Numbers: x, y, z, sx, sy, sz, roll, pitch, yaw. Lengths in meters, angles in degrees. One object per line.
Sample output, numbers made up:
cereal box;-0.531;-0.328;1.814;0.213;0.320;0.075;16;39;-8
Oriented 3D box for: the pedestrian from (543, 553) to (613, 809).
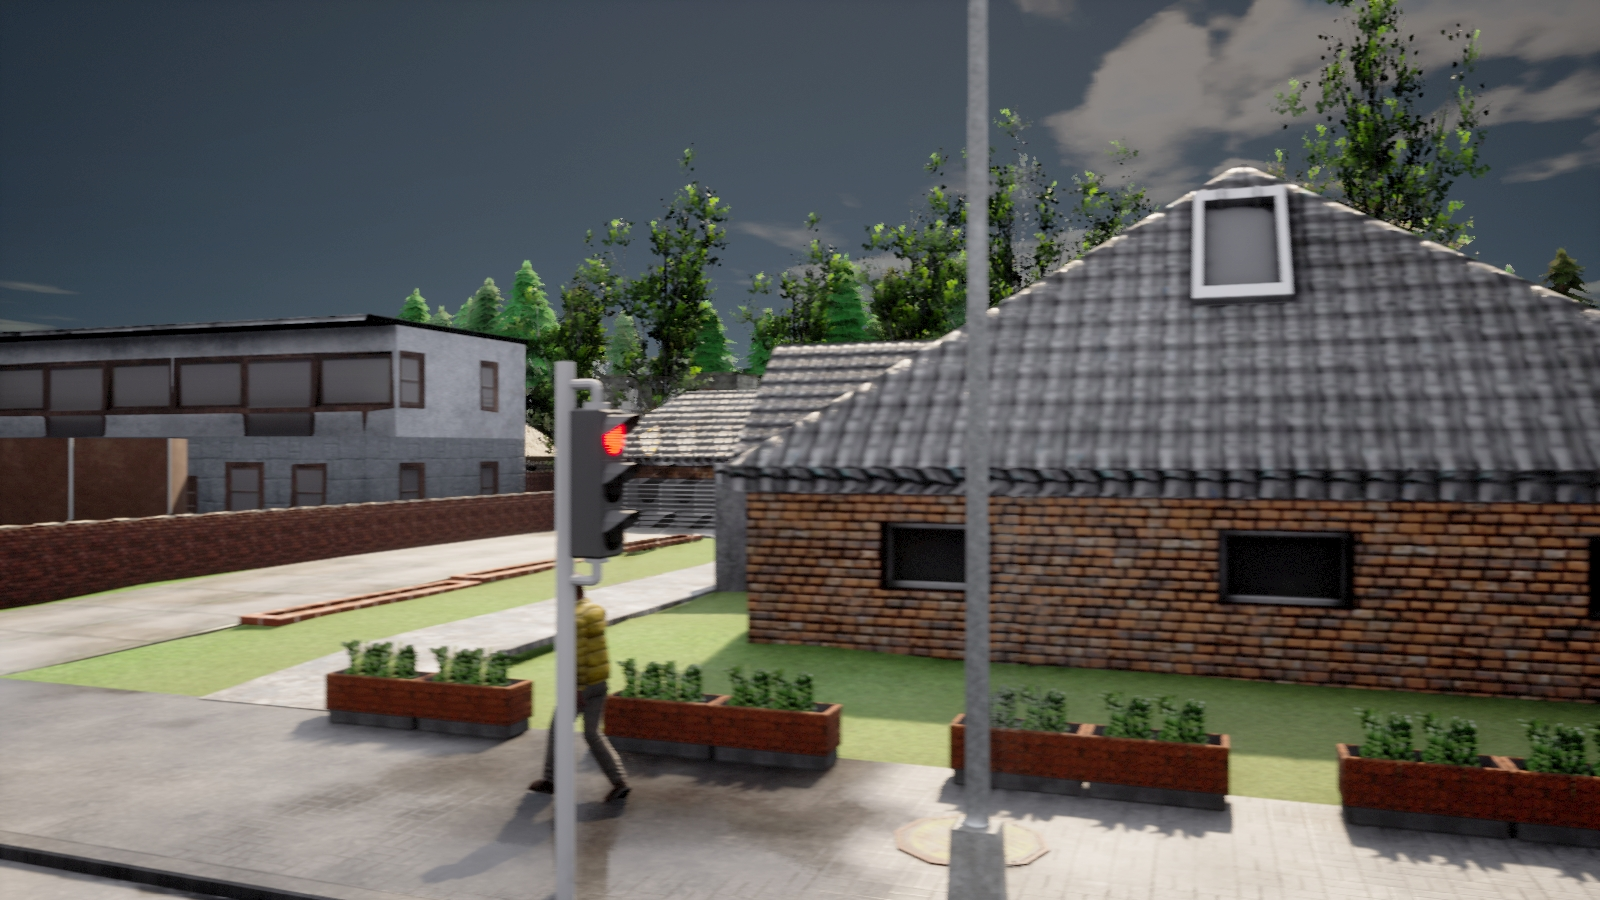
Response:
pedestrian;-1.701;1.743;8.770;0.375;1.860;0.375;0;0;28
